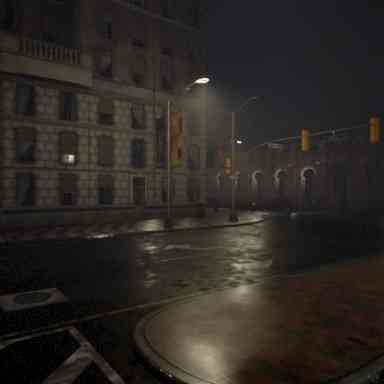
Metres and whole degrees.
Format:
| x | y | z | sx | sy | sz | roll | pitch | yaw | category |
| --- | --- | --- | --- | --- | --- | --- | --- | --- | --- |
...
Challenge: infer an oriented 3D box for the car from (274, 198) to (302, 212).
| x | y | z | sx | sy | sz | roll | pitch | yaw | category |
| --- | --- | --- | --- | --- | --- | --- | --- | --- | --- |
| 10.458 | 1.504 | 38.794 | 1.837 | 1.490 | 4.892 | 0 | 0 | -36 | car |

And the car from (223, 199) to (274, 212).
| x | y | z | sx | sy | sz | roll | pitch | yaw | category |
| --- | --- | --- | --- | --- | --- | --- | --- | --- | --- |
| 6.396 | 1.547 | 38.437 | 2.033 | 1.411 | 5.357 | 0 | 0 | -36 | car |

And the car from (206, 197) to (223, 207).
| x | y | z | sx | sy | sz | roll | pitch | yaw | category |
| --- | --- | --- | --- | --- | --- | --- | --- | --- | --- |
| 3.259 | 1.526 | 48.784 | 1.812 | 1.442 | 4.674 | 0 | 0 | -36 | car |

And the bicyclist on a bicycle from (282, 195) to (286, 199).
| x | y | z | sx | sy | sz | roll | pitch | yaw | category |
| --- | --- | --- | --- | --- | --- | --- | --- | --- | --- |
| 15.528 | 1.301 | 56.489 | 1.656 | 1.620 | 0.582 | 0 | 0 | -36 | bicyclist on a bicycle |
